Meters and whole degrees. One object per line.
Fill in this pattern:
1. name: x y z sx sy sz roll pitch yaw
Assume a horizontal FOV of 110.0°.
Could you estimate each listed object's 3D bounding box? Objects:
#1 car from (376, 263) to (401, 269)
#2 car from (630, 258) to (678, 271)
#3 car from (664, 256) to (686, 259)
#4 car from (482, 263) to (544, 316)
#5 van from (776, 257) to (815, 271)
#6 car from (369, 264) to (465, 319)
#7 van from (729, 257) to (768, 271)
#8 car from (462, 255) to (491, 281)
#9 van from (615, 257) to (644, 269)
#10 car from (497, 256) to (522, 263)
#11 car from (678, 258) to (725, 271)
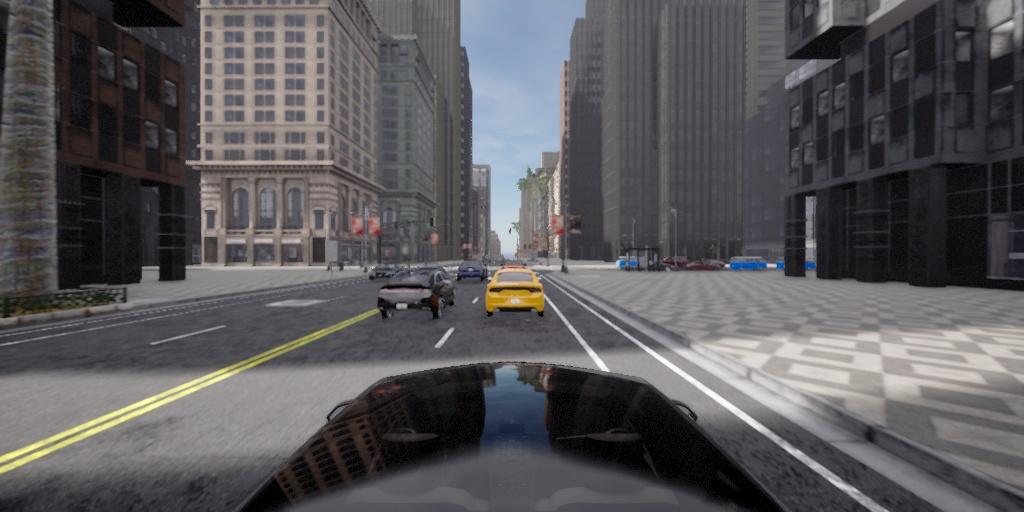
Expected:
1. car: -9.811 1.262 28.679 1.994 1.385 4.181 0 0 0
2. car: 17.077 1.217 43.167 4.403 1.370 2.007 0 0 0
3. car: 22.751 0.936 51.693 5.009 1.841 2.192 0 0 0
4. car: 0.100 1.204 13.350 1.882 1.535 5.008 0 0 0
5. van: 34.109 0.997 43.171 3.998 1.789 1.690 0 0 0
6. car: -3.148 1.220 12.694 2.128 1.511 4.902 0 0 0
7. van: 28.433 1.000 43.170 3.998 1.789 1.690 0 0 0
8. car: -3.146 1.047 29.362 2.097 1.767 4.553 0 0 0
9. van: 17.074 0.967 51.692 3.998 1.789 1.690 0 0 0
10. car: 0.104 1.047 29.390 2.097 1.767 4.553 0 0 0
11. car: 22.755 1.245 43.168 4.207 1.307 1.802 0 0 0
